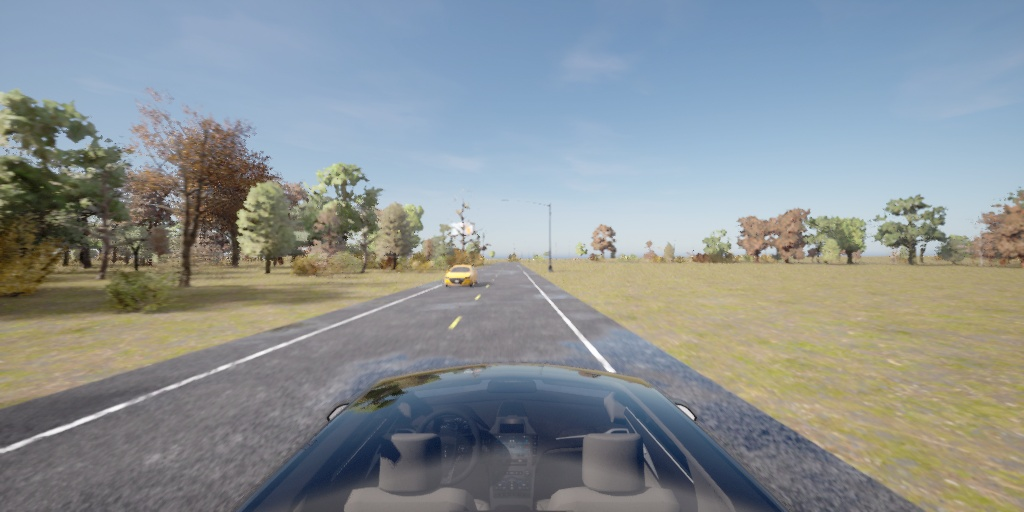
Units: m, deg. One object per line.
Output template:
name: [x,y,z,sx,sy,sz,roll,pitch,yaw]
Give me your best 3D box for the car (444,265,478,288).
car: [-3.584,1.395,25.843,1.882,1.535,5.008,0,-1,0]
